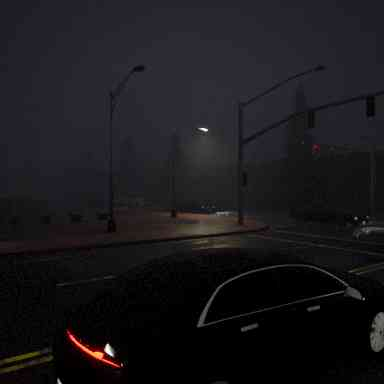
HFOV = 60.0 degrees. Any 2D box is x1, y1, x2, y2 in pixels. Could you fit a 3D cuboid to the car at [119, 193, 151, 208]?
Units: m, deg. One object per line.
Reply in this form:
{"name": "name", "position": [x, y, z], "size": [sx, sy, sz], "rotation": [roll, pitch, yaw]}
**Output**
{"name": "car", "position": [-8.674, 1.215, 49.520], "size": [5.566, 2.045, 2.150], "rotation": [1, 0, 34]}

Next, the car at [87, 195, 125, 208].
{"name": "car", "position": [-12.739, 1.548, 48.038], "size": [5.357, 1.411, 2.033], "rotation": [0, 0, 30]}

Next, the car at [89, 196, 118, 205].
{"name": "car", "position": [-16.283, 1.478, 61.331], "size": [5.008, 1.535, 1.882], "rotation": [0, 0, 21]}

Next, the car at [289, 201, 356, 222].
{"name": "car", "position": [10.605, 1.505, 27.425], "size": [1.837, 1.490, 4.892], "rotation": [0, 0, -36]}

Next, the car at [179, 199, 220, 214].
{"name": "car", "position": [0.436, 1.525, 35.311], "size": [1.812, 1.442, 4.674], "rotation": [0, 0, -37]}

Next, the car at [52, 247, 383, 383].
{"name": "car", "position": [0.813, 1.505, 4.378], "size": [4.892, 1.490, 1.837], "rotation": [0, 0, -35]}

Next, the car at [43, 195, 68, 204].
{"name": "car", "position": [-26.243, 1.352, 63.797], "size": [4.553, 1.767, 2.097], "rotation": [0, 0, 9]}

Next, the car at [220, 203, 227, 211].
{"name": "car", "position": [2.139, 1.564, 38.792], "size": [1.994, 1.385, 4.181], "rotation": [0, 0, -39]}

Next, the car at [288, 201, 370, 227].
{"name": "car", "position": [9.327, 1.547, 23.190], "size": [2.033, 1.411, 5.357], "rotation": [0, 0, -35]}
